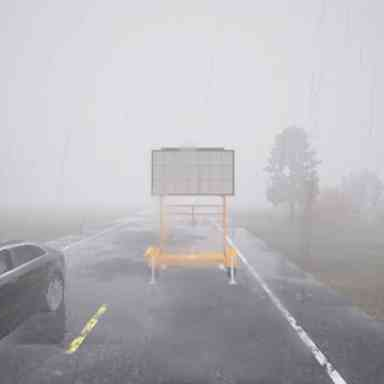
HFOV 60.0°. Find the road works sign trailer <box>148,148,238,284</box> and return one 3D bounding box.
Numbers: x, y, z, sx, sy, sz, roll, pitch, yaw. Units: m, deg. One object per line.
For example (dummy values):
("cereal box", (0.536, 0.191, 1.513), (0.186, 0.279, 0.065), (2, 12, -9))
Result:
("road works sign trailer", (0.025, 0.514, 9.724), (2.380, 3.560, 2.880), (0, 0, 0))

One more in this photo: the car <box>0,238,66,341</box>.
("car", (-3.487, 1.517, 4.899), (2.128, 1.511, 4.902), (0, 0, 0))

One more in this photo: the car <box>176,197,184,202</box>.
("car", (-3.268, 1.985, 89.727), (1.994, 1.385, 4.181), (0, 0, 0))

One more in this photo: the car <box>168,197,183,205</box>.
("car", (-3.336, 1.705, 63.107), (2.097, 1.767, 4.553), (0, 0, 0))
